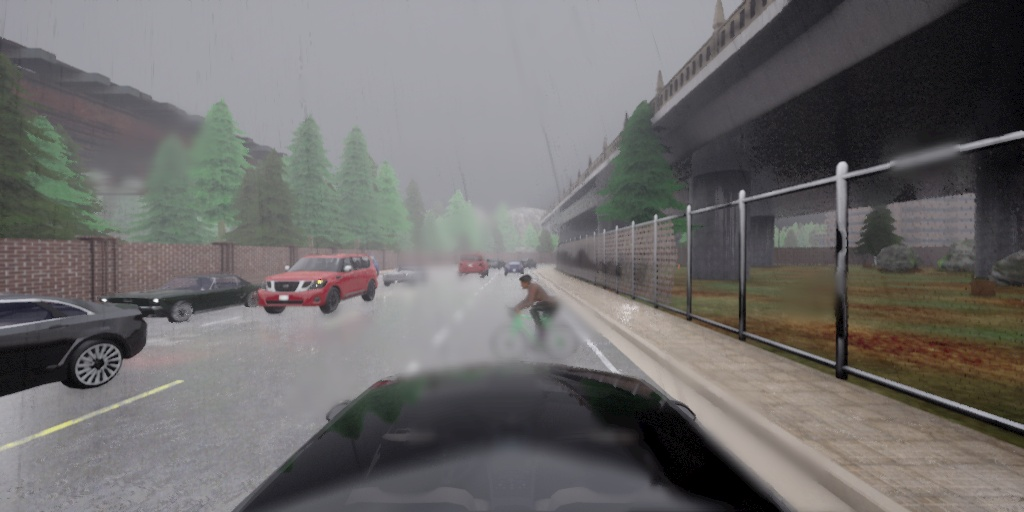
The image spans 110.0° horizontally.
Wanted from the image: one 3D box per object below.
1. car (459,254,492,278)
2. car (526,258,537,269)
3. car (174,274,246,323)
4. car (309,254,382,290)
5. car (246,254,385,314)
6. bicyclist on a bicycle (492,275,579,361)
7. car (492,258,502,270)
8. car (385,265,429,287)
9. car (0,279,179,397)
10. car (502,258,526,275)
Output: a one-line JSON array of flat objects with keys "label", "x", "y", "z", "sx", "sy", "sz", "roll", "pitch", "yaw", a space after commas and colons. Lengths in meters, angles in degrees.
[{"label": "car", "x": -3.333, "y": 0.863, "z": 32.308, "sx": 2.150, "sy": 2.045, "sz": 5.566, "roll": 0, "pitch": 1, "yaw": 1}, {"label": "car", "x": 2.179, "y": 1.079, "z": 50.457, "sx": 1.837, "sy": 1.490, "sz": 4.892, "roll": 0, "pitch": 0, "yaw": 19}, {"label": "car", "x": -10.570, "y": 1.311, "z": 12.072, "sx": 1.895, "sy": 1.301, "sz": 4.718, "roll": 0, "pitch": 0, "yaw": 0}, {"label": "car", "x": -10.514, "y": 0.891, "z": 23.282, "sx": 2.150, "sy": 2.045, "sz": 5.566, "roll": 0, "pitch": 0, "yaw": 1}, {"label": "car", "x": -7.066, "y": 0.926, "z": 13.854, "sx": 2.150, "sy": 2.045, "sz": 5.566, "roll": 0, "pitch": 0, "yaw": 0}, {"label": "bicyclist on a bicycle", "x": 0.431, "y": 1.174, "z": 6.725, "sx": 1.656, "sy": 1.620, "sz": 0.582, "roll": -1, "pitch": 0, "yaw": 0}, {"label": "car", "x": -2.058, "y": 1.070, "z": 48.728, "sx": 2.128, "sy": 1.511, "sz": 4.902, "roll": 0, "pitch": 0, "yaw": 15}, {"label": "car", "x": -7.010, "y": 1.268, "z": 24.042, "sx": 1.895, "sy": 1.301, "sz": 4.718, "roll": 0, "pitch": 0, "yaw": 0}, {"label": "car", "x": -7.104, "y": 1.231, "z": 3.997, "sx": 2.128, "sy": 1.511, "sz": 4.902, "roll": 0, "pitch": 0, "yaw": 0}, {"label": "car", "x": 0.227, "y": 1.152, "z": 35.931, "sx": 1.812, "sy": 1.442, "sz": 4.674, "roll": 0, "pitch": 0, "yaw": 0}]
